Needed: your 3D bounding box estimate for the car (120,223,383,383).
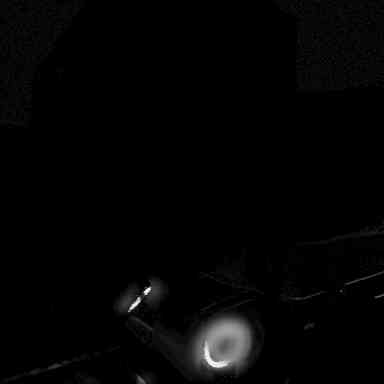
[{"bbox_3d":[1.336,1.357,4.657,4.553,1.767,2.097,0,0,-36],"label":"car"}]
